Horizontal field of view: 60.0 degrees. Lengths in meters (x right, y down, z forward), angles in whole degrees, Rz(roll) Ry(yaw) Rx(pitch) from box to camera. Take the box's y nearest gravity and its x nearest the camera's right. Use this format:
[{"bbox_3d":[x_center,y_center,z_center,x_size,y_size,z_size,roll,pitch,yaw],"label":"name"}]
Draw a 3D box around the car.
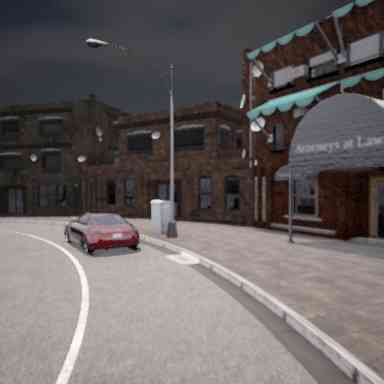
[{"bbox_3d":[-3.712,1.460,13.355,1.994,1.385,4.181,-1,1,-33],"label":"car"}]
